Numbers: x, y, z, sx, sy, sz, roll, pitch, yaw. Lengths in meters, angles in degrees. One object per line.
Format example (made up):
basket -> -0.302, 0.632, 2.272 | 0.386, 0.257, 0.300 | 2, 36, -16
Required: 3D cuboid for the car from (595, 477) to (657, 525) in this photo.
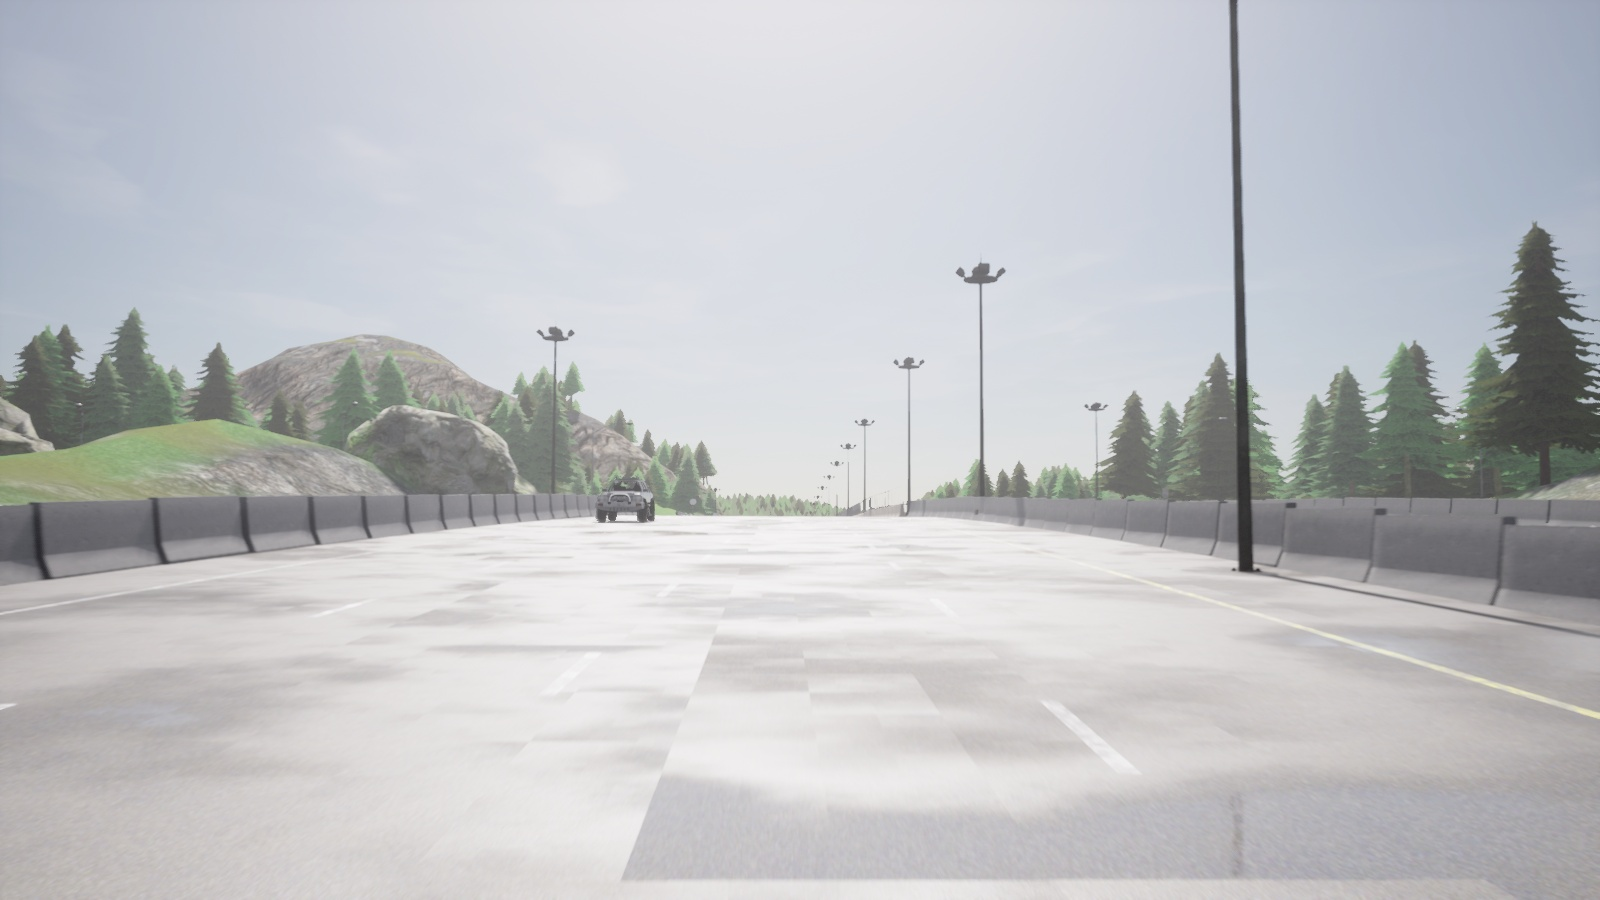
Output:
car -> -7.125, 2.094, 51.834 | 1.932, 1.855, 4.605 | 0, -2, 0
